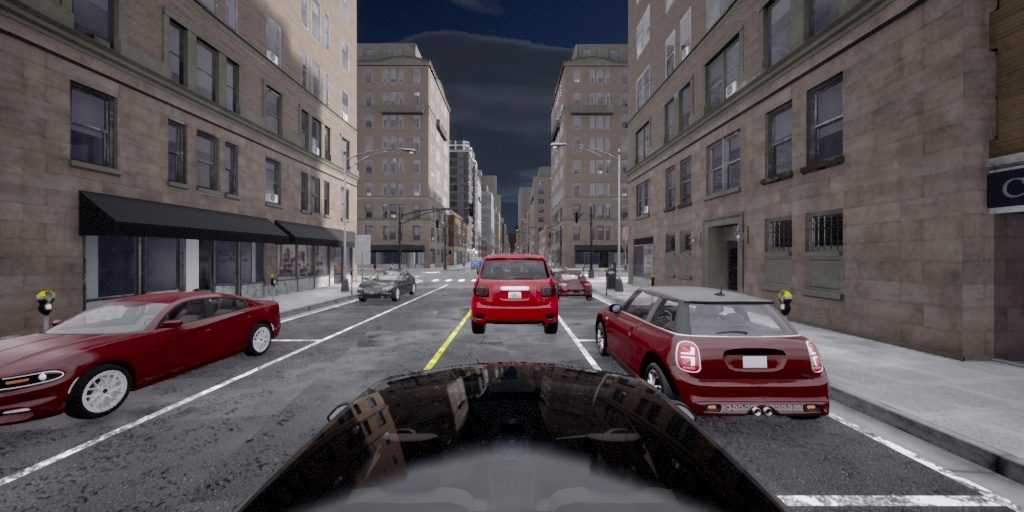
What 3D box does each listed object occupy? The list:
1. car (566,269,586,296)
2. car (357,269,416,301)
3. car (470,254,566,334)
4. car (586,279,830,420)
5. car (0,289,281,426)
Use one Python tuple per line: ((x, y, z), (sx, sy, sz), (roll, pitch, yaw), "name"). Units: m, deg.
((2.696, 1.333, 17.071), (1.802, 1.307, 4.207), (0, 0, 0), "car")
((-5.830, 1.302, 17.081), (2.007, 1.370, 4.403), (0, 0, 0), "car")
((0.074, 0.972, 10.749), (2.150, 2.045, 5.566), (0, 0, 0), "car")
((2.675, 1.190, 5.882), (1.967, 1.591, 4.097), (0, 0, 0), "car")
((-5.850, 1.295, 5.889), (1.888, 1.381, 4.507), (0, 0, 0), "car")
